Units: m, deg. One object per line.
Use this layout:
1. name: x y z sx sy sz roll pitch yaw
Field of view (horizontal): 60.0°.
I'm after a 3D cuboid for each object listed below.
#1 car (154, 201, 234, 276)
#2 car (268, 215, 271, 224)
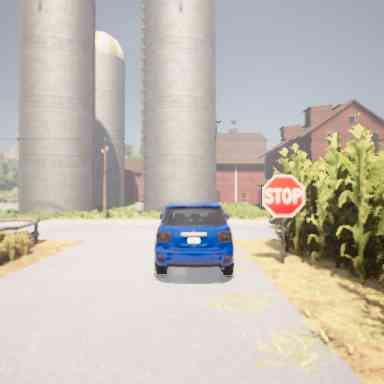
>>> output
1. car: 0.104 1.314 10.876 2.150 2.045 5.566 0 -1 1
2. car: 7.721 1.694 22.806 4.892 1.490 1.837 0 0 0
